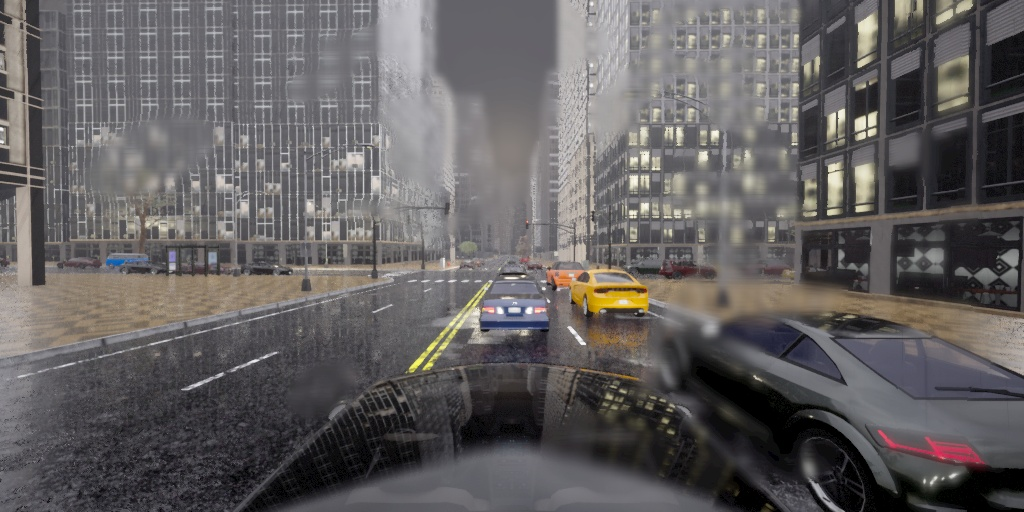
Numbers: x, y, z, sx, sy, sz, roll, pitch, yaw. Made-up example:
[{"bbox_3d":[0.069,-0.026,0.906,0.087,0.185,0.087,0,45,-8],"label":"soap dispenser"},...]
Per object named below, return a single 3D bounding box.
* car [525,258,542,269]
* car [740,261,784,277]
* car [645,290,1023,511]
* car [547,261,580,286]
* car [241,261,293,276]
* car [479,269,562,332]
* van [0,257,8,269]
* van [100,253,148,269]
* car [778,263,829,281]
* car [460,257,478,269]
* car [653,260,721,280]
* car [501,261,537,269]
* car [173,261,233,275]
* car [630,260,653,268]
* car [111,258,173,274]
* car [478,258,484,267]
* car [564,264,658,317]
[{"bbox_3d":[3.057,1.319,49.239,1.895,1.301,4.718,0,0,0],"label":"car"},{"bbox_3d":[27.175,1.308,38.493,4.553,1.767,2.097,1,1,1],"label":"car"},{"bbox_3d":[3.340,1.313,4.099,1.994,1.385,4.181,0,0,0],"label":"car"},{"bbox_3d":[3.313,1.091,22.189,2.097,1.767,4.553,0,0,0],"label":"car"},{"bbox_3d":[-22.789,1.172,33.346,4.313,1.339,1.948,0,0,1],"label":"car"},{"bbox_3d":[0.084,1.293,10.778,2.033,1.411,5.357,0,0,1],"label":"car"},{"bbox_3d":[-51.199,0.685,33.999,3.998,1.789,1.690,0,0,1],"label":"van"},{"bbox_3d":[-45.361,0.602,42.272,3.998,1.789,1.690,0,0,1],"label":"van"},{"bbox_3d":[27.586,1.577,32.714,4.829,1.417,1.751,0,0,1],"label":"car"},{"bbox_3d":[-6.687,1.275,54.303,1.994,1.385,4.181,0,0,0],"label":"car"},{"bbox_3d":[16.137,1.267,32.890,5.009,1.841,2.192,0,0,1],"label":"car"},{"bbox_3d":[0.066,1.231,20.530,2.128,1.511,4.902,0,0,0],"label":"car"},{"bbox_3d":[-28.473,1.136,33.469,4.207,1.307,1.802,0,0,1],"label":"car"},{"bbox_3d":[14.274,1.194,38.692,4.553,1.767,2.097,1,1,1],"label":"car"},{"bbox_3d":[-34.154,1.067,33.632,4.313,1.339,1.948,0,0,1],"label":"car"},{"bbox_3d":[-6.675,1.051,64.304,2.097,1.767,4.553,0,0,0],"label":"car"},{"bbox_3d":[3.329,1.222,13.184,1.882,1.535,5.008,0,0,0],"label":"car"}]
